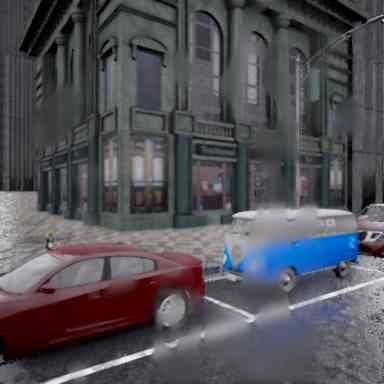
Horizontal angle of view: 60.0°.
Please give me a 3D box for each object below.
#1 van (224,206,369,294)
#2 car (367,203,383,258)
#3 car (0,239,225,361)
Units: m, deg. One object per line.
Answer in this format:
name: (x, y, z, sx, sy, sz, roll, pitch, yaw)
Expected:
van: (2.580, 1.345, 8.488, 3.998, 1.788, 1.690, 0, 0, -36)
car: (7.010, 1.321, 11.648, 5.009, 1.841, 2.192, 0, 0, -36)
car: (-1.850, 1.546, 5.329, 4.507, 1.381, 1.887, 0, 0, -36)
